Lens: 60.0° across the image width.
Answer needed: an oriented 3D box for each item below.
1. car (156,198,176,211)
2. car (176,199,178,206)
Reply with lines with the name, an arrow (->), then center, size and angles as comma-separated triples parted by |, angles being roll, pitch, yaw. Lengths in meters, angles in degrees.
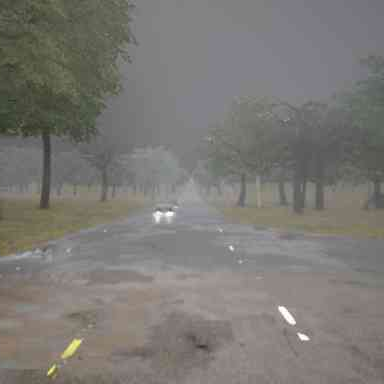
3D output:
car -> -3.539, 1.803, 43.324 | 1.895, 1.301, 4.718 | 0, 0, 0
car -> -3.466, 1.812, 60.046 | 2.033, 1.411, 5.357 | 0, 0, 1
